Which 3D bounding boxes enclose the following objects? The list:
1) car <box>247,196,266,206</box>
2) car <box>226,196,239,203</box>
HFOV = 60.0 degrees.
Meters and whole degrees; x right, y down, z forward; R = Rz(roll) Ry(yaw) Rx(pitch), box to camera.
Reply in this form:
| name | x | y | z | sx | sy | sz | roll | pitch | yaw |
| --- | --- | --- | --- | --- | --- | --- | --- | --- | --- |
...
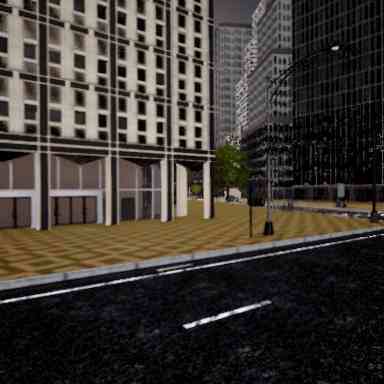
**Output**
| name | x | y | z | sx | sy | sz | roll | pitch | yaw |
| --- | --- | --- | --- | --- | --- | --- | --- | --- | --- |
| car | 10.619 | 1.477 | 55.083 | 1.882 | 1.535 | 5.008 | 0 | 0 | -7 |
| car | 8.538 | 1.504 | 70.540 | 1.812 | 1.442 | 4.674 | 0 | 0 | -8 |
